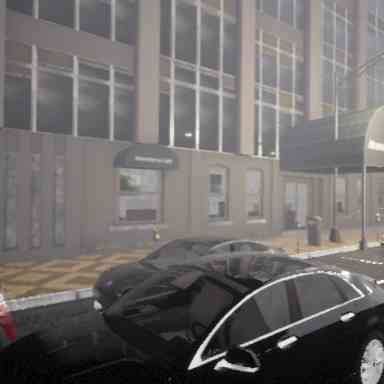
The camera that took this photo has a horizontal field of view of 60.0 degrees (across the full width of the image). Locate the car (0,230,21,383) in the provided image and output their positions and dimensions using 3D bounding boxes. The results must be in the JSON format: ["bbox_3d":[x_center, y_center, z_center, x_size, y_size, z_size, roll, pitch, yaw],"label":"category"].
[{"bbox_3d":[-4.320,1.428,3.648,4.097,1.590,1.967,1,0,-35],"label":"car"}]

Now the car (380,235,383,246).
[{"bbox_3d":[9.200,1.642,13.123,4.829,1.417,1.752,1,0,-35],"label":"car"}]

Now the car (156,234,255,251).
[{"bbox_3d":[0.205,1.598,6.876,4.313,1.339,1.947,1,0,-35],"label":"car"}]

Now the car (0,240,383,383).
[{"bbox_3d":[0.373,1.523,3.644,4.892,1.490,1.837,1,0,-35],"label":"car"}]
